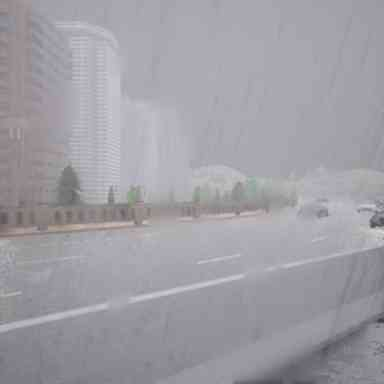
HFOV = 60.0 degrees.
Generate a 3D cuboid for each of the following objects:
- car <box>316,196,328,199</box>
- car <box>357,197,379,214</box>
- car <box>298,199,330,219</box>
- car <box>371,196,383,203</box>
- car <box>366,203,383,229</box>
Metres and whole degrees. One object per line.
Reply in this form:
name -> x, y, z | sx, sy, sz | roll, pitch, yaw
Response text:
car -> 26.944, 1.591, 68.743 | 2.033, 1.411, 5.357 | 0, 0, 10
car -> 19.857, 1.667, 37.675 | 1.812, 1.442, 4.674 | 0, 0, 29
car -> 11.262, 1.647, 30.639 | 1.812, 1.442, 4.674 | 0, 0, 35
car -> 31.992, 1.571, 58.475 | 2.097, 1.767, 4.553 | 0, 0, 16
car -> 12.927, 1.643, 21.429 | 1.994, 1.385, 4.181 | 0, 0, 39
